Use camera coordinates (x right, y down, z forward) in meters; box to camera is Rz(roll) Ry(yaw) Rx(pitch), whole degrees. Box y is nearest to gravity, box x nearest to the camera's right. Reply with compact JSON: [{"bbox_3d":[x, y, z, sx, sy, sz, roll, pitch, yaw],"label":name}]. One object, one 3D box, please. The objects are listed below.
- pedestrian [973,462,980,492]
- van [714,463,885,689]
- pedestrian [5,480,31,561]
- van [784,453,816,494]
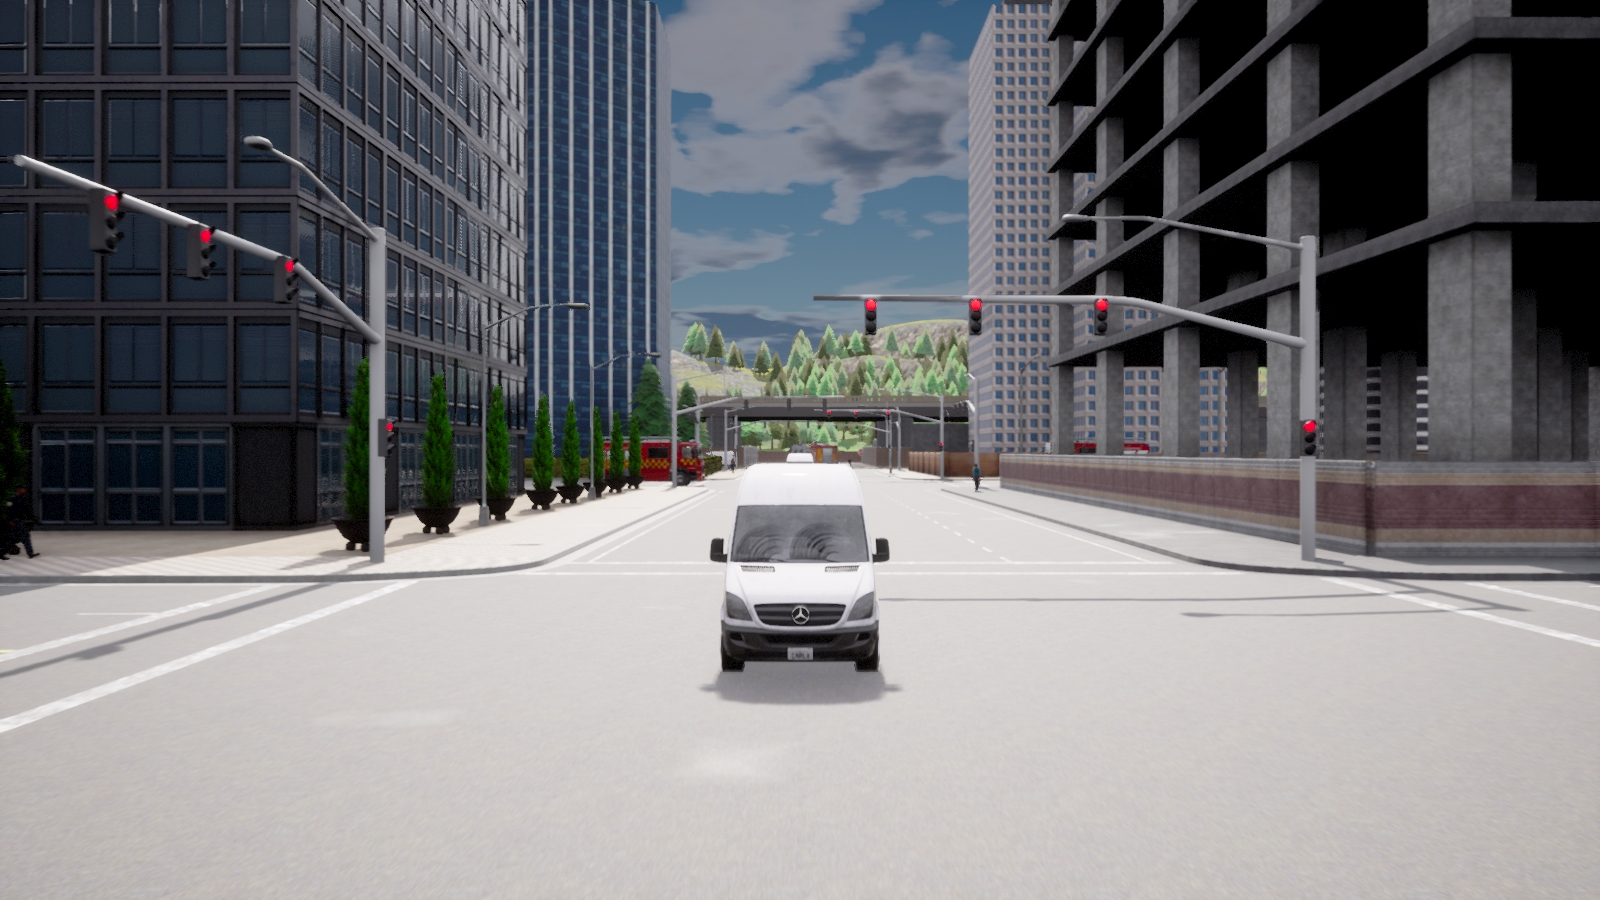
[{"bbox_3d":[11.103,1.681,71.922,0.375,1.860,0.375,0,0,2],"label":"pedestrian"},{"bbox_3d":[-0.004,1.501,16.272,1.988,2.561,5.915,0,0,0],"label":"van"},{"bbox_3d":[-18.238,1.636,26.649,0.375,1.860,0.375,0,0,-3],"label":"pedestrian"},{"bbox_3d":[-0.007,1.518,74.950,1.988,2.561,5.915,0,0,0],"label":"van"}]
